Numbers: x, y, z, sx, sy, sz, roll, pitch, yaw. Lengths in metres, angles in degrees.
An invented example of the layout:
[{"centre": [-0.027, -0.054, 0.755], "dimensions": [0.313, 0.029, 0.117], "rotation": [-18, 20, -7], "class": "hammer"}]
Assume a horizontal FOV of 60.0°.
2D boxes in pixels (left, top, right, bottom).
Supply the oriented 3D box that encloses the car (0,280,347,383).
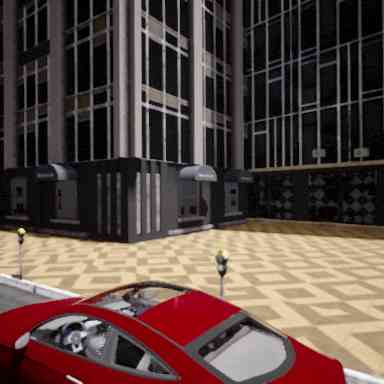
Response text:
[{"centre": [-0.649, 1.603, 3.337], "dimensions": [4.206, 1.307, 1.802], "rotation": [-1, 0, 36], "class": "car"}]
